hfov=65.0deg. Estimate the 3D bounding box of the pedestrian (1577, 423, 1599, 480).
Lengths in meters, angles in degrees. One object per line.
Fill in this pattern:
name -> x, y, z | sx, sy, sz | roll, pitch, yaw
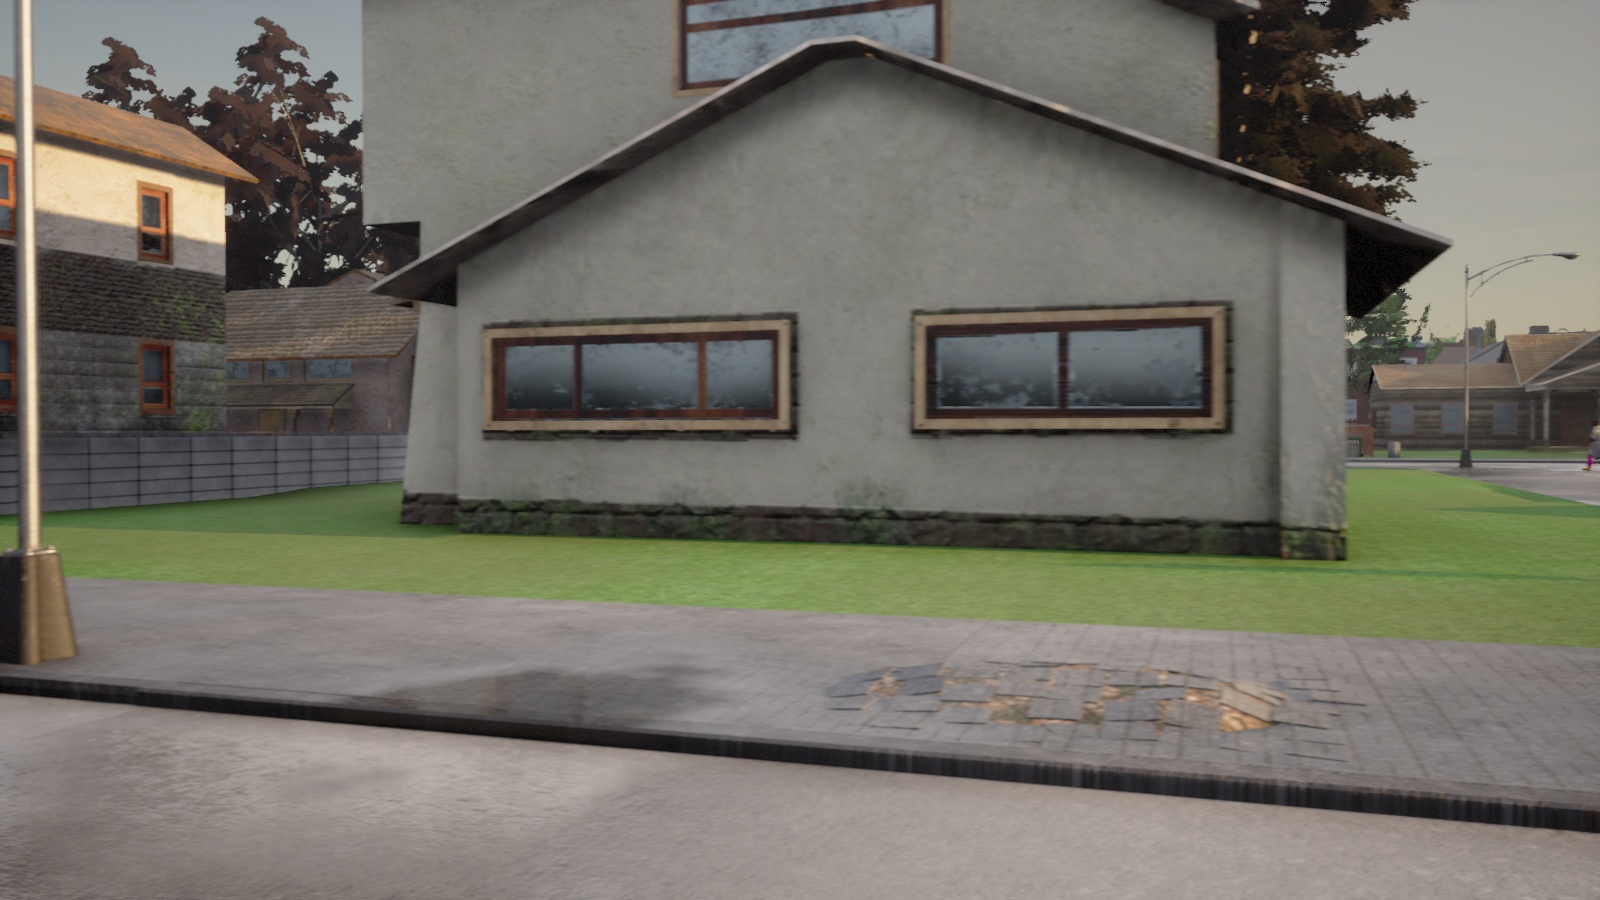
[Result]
pedestrian -> 27.783, 0.042, 44.000 | 0.873, 1.952, 0.659 | 1, 1, 39
